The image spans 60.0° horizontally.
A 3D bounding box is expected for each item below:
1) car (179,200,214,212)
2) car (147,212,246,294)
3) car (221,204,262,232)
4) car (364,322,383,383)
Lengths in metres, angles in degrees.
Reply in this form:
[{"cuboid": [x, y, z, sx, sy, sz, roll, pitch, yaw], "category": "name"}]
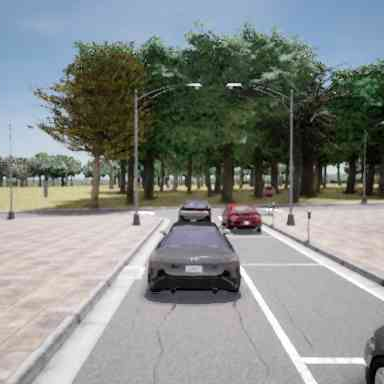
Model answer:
[{"cuboid": [0.258, 1.204, 19.798, 2.128, 1.511, 4.902, 1, 1, 3], "category": "car"}, {"cuboid": [0.068, 1.443, 8.513, 1.994, 1.385, 4.181, 0, 1, 1], "category": "car"}, {"cuboid": [2.576, 1.294, 17.955, 1.887, 1.381, 4.507, -1, 1, 0], "category": "car"}, {"cuboid": [2.622, 1.524, 1.736, 2.008, 1.369, 4.403, -1, 1, 0], "category": "car"}]
